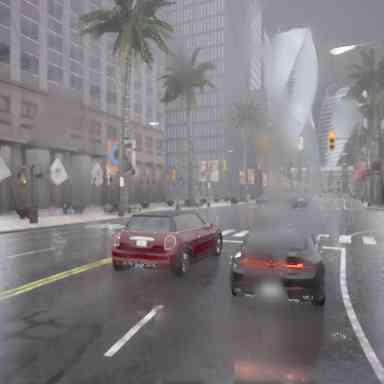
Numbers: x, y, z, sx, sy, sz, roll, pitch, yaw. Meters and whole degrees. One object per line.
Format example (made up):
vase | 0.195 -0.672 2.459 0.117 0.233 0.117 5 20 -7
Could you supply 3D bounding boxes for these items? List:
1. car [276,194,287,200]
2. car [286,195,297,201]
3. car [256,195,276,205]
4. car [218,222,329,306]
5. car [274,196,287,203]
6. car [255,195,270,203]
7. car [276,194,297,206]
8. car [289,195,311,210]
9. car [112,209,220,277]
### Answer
car | 24.019 1.329 89.180 2.185 1.767 4.553 0 0 24
car | 25.395 1.453 84.661 1.882 1.535 5.008 0 0 24
car | 12.559 1.336 56.959 2.097 1.767 4.553 0 0 25
car | 2.251 1.503 8.224 1.837 1.490 4.892 0 0 20
car | 18.930 1.533 70.638 1.994 1.385 4.181 0 0 25
car | 14.795 1.494 69.282 2.161 1.482 4.786 0 0 24
car | 15.753 1.489 55.532 1.837 1.490 4.892 0 0 25
car | 14.472 1.513 43.941 1.812 1.442 4.674 0 0 25
car | -0.533 1.349 10.591 2.097 1.767 4.553 0 0 21
